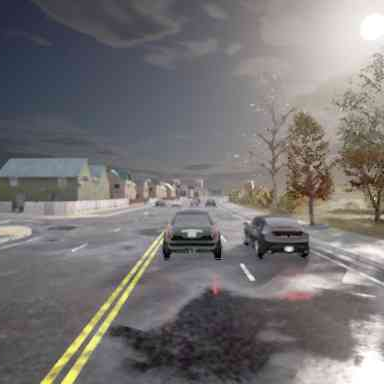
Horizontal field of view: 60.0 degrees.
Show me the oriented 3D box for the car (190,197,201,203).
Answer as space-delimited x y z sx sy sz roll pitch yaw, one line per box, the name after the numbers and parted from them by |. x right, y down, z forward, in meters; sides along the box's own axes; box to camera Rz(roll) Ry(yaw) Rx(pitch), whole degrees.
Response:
0.512 2.266 67.085 2.033 1.411 5.357 0 -1 2 | car

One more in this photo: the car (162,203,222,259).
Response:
0.016 1.504 13.493 2.097 1.767 4.553 0 -1 0 | car

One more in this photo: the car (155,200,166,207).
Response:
-6.076 2.249 65.029 2.033 1.411 5.357 0 -1 2 | car

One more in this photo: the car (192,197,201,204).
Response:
1.139 2.076 82.321 2.097 1.767 4.553 0 -1 3 | car

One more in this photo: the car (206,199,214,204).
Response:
4.389 2.311 82.220 1.895 1.301 4.718 0 -1 3 | car

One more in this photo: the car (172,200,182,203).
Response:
-2.833 2.225 64.906 1.812 1.442 4.674 0 -1 2 | car

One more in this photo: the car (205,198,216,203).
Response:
3.805 2.075 67.886 2.097 1.767 4.553 0 -1 2 | car

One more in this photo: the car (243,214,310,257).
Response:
3.266 1.661 13.547 1.837 1.490 4.892 0 0 0 | car
